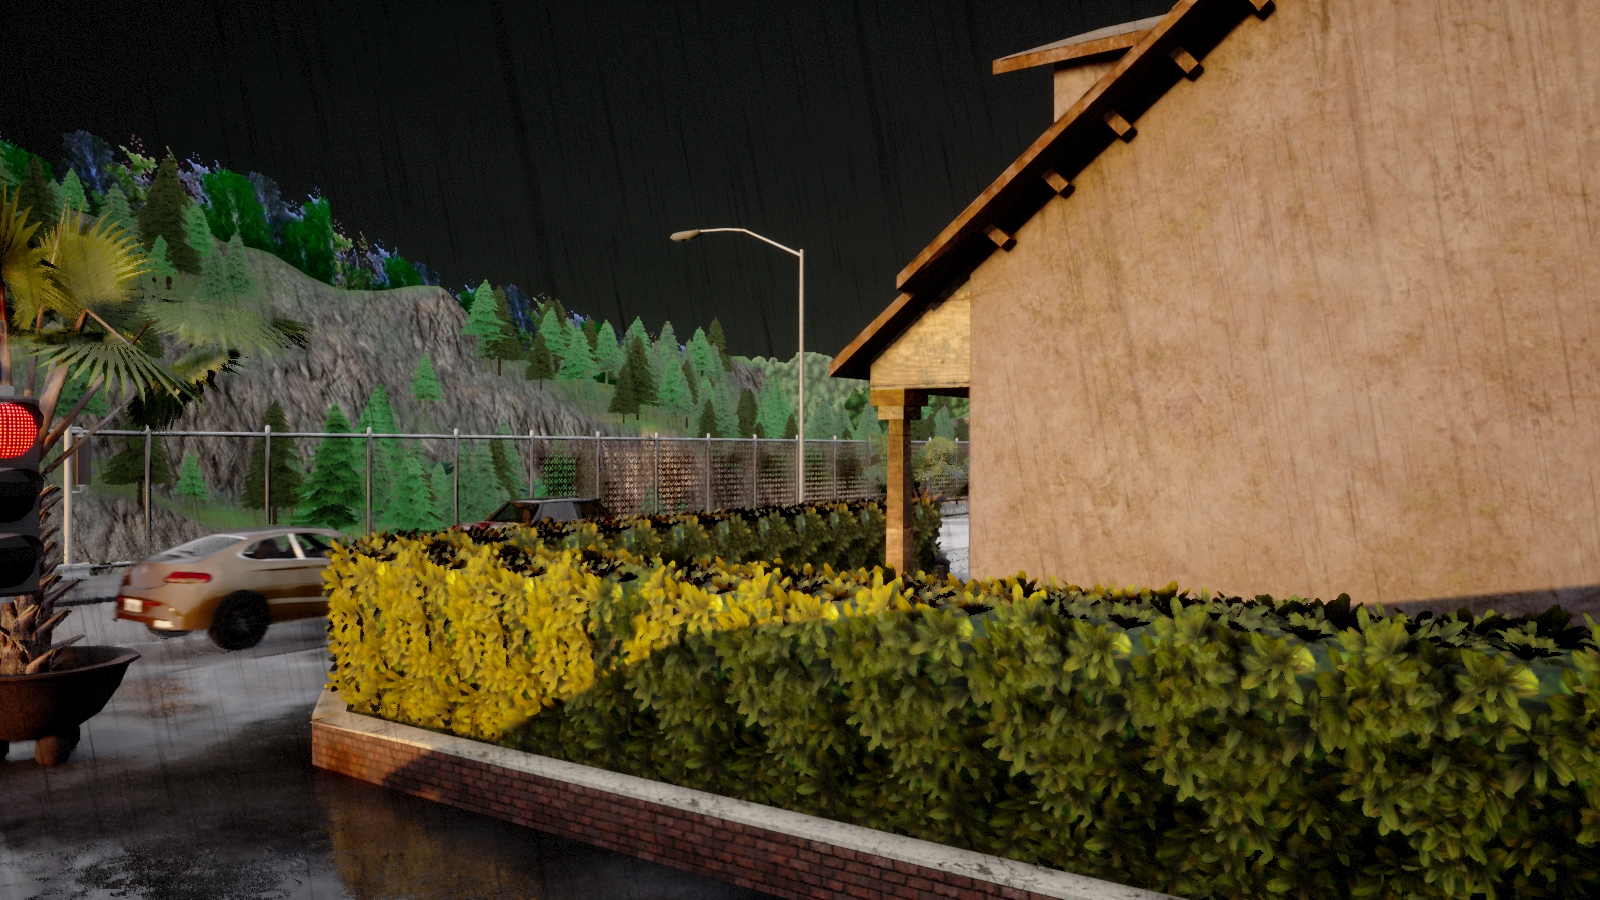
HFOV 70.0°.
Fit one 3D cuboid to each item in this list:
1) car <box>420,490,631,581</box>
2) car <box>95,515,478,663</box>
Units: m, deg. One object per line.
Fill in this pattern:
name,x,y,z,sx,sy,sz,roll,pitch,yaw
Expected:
car,-6.312,1.906,26.765,2.097,1.767,4.553,0,0,35
car,-7.739,1.992,17.760,2.152,1.651,5.027,0,0,35
